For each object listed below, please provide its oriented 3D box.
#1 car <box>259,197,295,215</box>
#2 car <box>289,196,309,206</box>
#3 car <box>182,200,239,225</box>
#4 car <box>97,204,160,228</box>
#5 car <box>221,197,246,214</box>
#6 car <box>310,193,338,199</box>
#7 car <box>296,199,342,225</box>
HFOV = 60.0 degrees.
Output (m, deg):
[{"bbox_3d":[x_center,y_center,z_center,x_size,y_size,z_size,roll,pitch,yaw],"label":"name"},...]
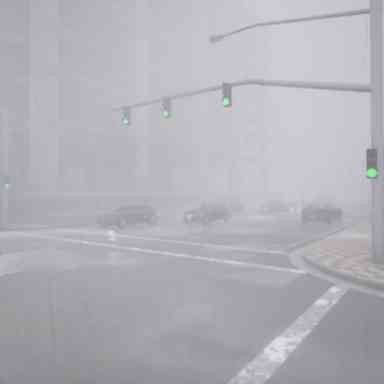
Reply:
[{"bbox_3d":[8.787,1.579,35.299,2.128,1.511,4.902,0,0,36],"label":"car"},{"bbox_3d":[17.062,1.708,52.411,1.895,1.301,4.718,0,0,36],"label":"car"},{"bbox_3d":[1.238,1.580,24.973,2.128,1.511,4.902,0,0,36],"label":"car"},{"bbox_3d":[-4.338,1.617,23.272,1.837,1.490,4.892,0,0,36],"label":"car"},{"bbox_3d":[3.686,1.463,34.253,2.097,1.767,4.553,0,0,36],"label":"car"},{"bbox_3d":[20.047,1.303,50.561,2.150,2.045,5.566,0,0,36],"label":"car"},{"bbox_3d":[9.621,1.524,24.409,1.882,1.535,5.008,0,0,36],"label":"car"}]
